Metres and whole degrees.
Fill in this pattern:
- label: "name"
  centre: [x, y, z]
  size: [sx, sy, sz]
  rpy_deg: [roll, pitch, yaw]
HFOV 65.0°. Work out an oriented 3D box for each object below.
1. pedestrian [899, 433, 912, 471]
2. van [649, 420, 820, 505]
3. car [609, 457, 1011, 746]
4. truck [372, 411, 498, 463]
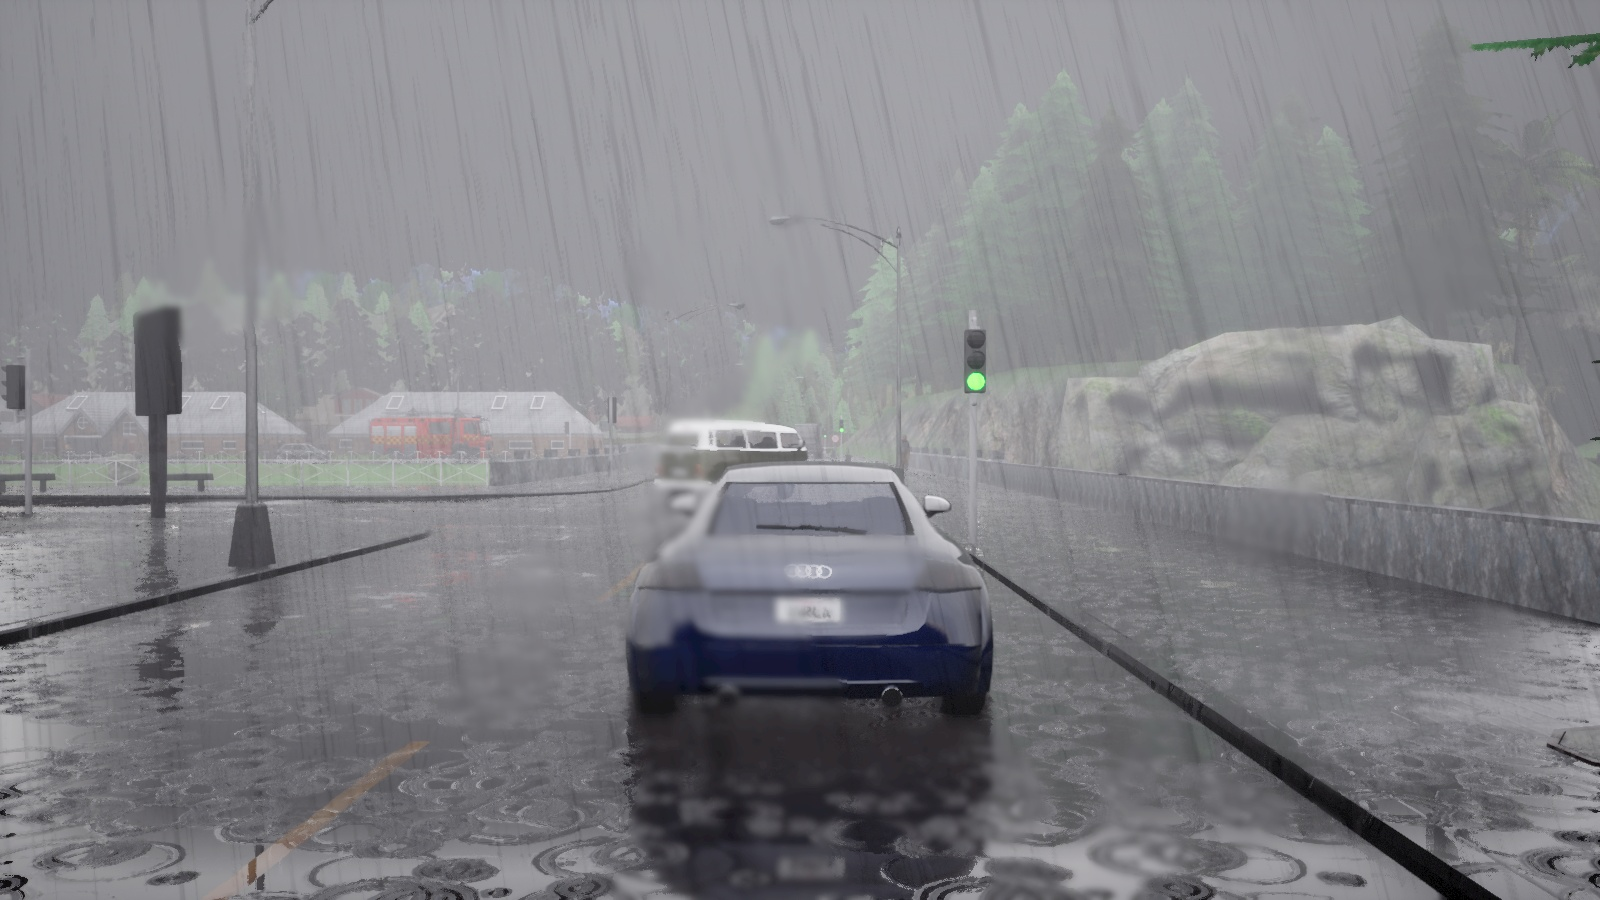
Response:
- label: "pedestrian"
  centre: [5.138, 0.115, 61.190]
  size: [0.540, 1.848, 0.694]
  rpy_deg: [0, 0, -7]
- label: "van"
  centre: [-1.628, 0.283, 32.775]
  size: [2.069, 2.038, 4.480]
  rpy_deg: [1, 1, 37]
- label: "car"
  centre: [0.068, 0.764, 8.325]
  size: [1.994, 1.385, 4.181]
  rpy_deg: [0, 0, 1]
- label: "truck"
  centre: [-26.984, -0.966, 93.129]
  size: [8.468, 3.827, 2.891]
  rpy_deg: [0, 0, 0]
